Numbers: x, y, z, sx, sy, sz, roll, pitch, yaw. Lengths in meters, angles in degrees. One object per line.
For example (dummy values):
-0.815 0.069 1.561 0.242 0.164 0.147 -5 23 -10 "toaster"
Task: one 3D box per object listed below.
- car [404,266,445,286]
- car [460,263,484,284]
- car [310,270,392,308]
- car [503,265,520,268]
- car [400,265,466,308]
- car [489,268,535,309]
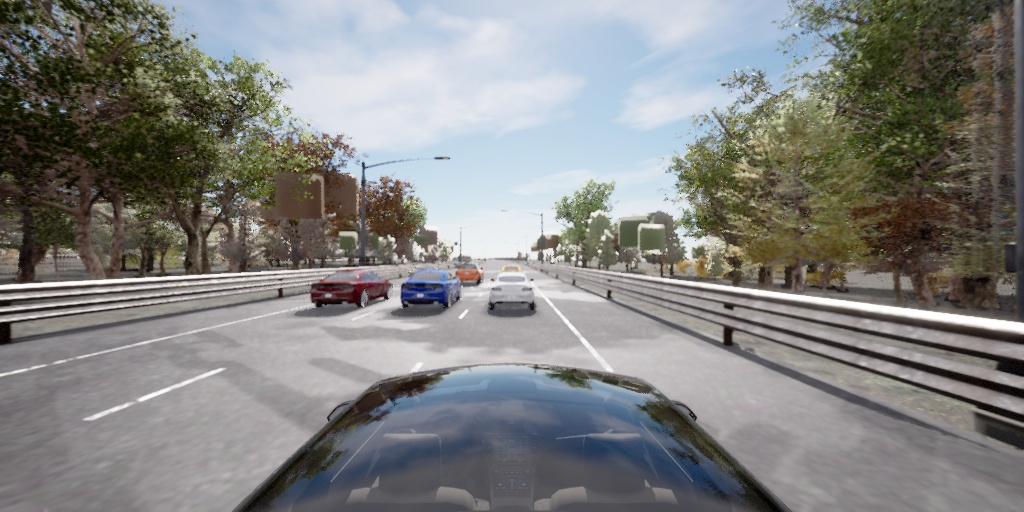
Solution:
-7.057 1.582 29.447 2.033 1.411 5.357 0 -1 0 "car"
-3.549 1.395 30.362 2.097 1.767 4.553 0 -1 0 "car"
-6.985 1.376 16.147 1.882 1.535 5.008 0 0 0 "car"
-0.045 1.530 31.190 1.882 1.535 5.008 0 0 0 "car"
-3.485 1.377 16.160 1.882 1.535 5.008 0 0 0 "car"
0.012 1.421 15.819 1.812 1.442 4.674 0 0 0 "car"
